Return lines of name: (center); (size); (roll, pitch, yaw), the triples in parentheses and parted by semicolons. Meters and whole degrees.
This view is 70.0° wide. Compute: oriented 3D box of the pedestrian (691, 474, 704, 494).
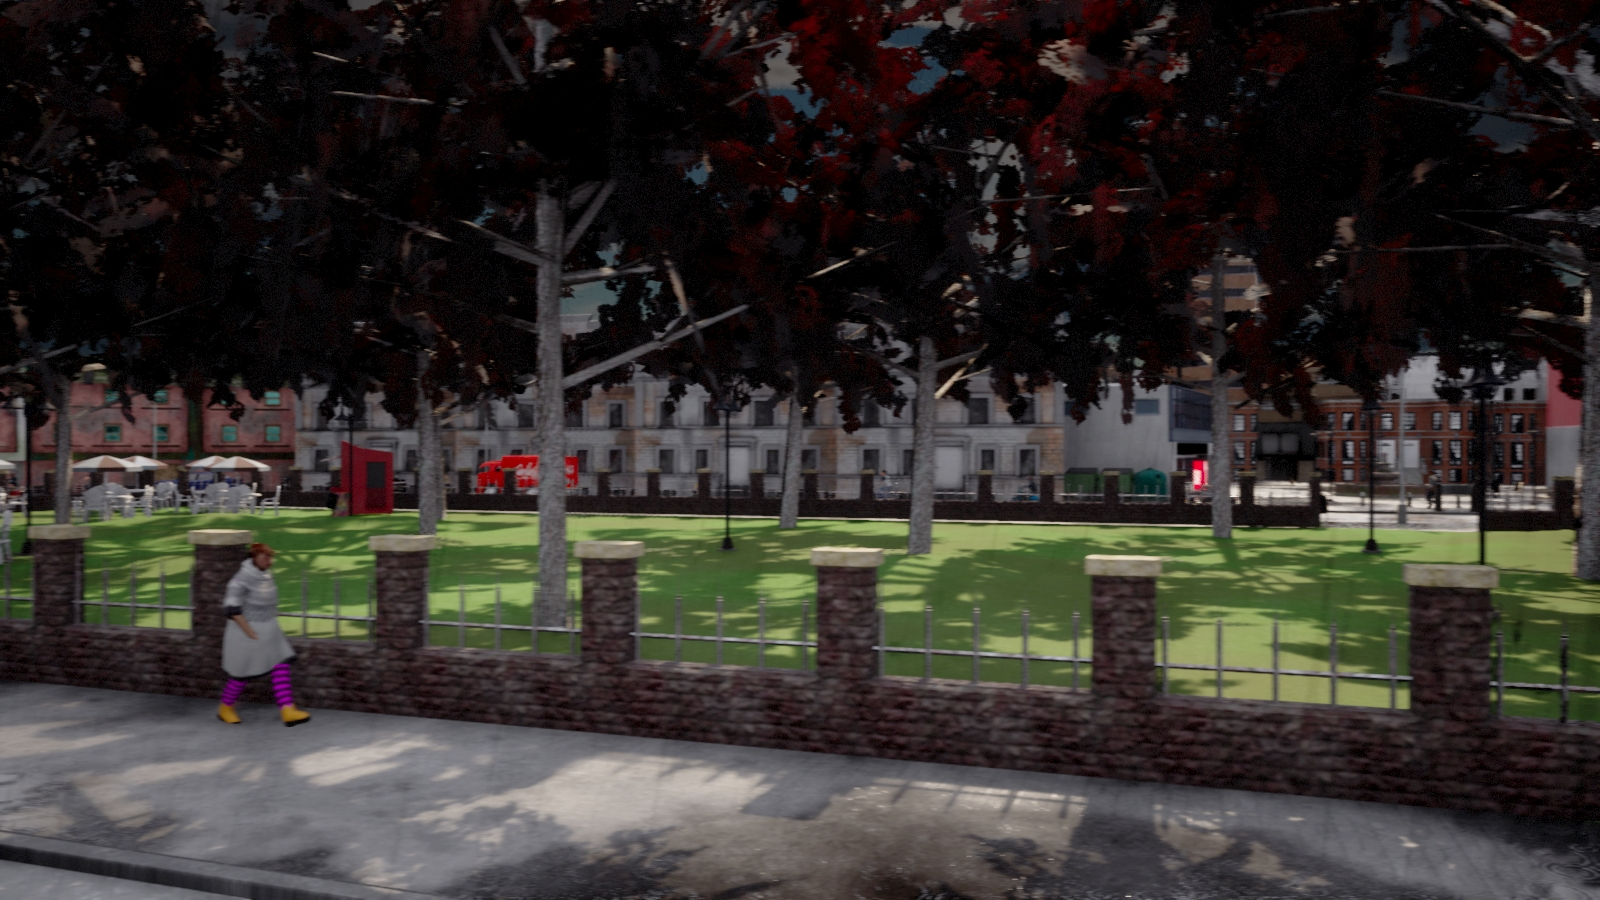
pedestrian: (-5.664, 1.860, 63.141); (0.500, 1.100, 0.500); (0, 0, 38)

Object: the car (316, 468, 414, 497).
car: (-24.361, 1.786, 64.062); (4.902, 1.511, 2.128); (0, 0, 19)

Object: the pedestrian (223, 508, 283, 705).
pedestrian: (-5.360, 1.516, 11.205); (0.375, 1.860, 0.375); (0, 0, 20)

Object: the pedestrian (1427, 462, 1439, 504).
pedestrian: (28.330, 1.482, 51.129); (0.375, 1.860, 0.375); (0, 0, 15)

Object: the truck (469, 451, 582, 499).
truck: (-14.581, 1.307, 60.768); (5.204, 2.467, 2.627); (0, 0, 19)
